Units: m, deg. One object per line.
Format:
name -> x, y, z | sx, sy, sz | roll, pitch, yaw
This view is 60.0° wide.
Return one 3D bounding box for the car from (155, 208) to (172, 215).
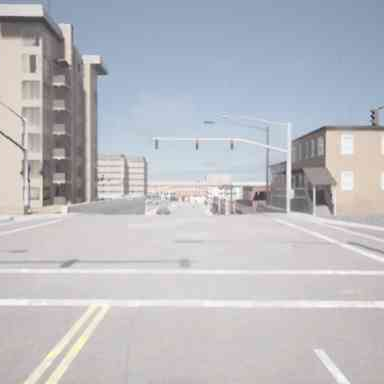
car -> -3.593, 2.748, 42.809 | 2.033, 1.411, 5.357 | 0, -10, 0
